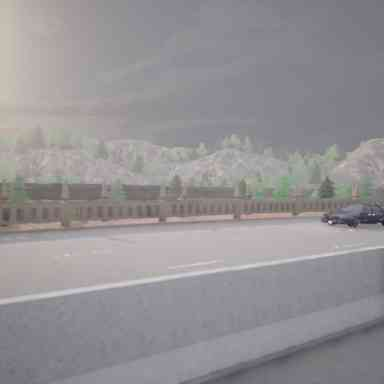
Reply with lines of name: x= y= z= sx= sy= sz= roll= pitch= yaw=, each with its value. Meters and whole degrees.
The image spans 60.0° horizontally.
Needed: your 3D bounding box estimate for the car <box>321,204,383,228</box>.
car: x=11.019 y=1.497 z=21.735 sx=5.357 sy=1.411 sz=2.033 roll=0 pitch=0 yaw=-24
